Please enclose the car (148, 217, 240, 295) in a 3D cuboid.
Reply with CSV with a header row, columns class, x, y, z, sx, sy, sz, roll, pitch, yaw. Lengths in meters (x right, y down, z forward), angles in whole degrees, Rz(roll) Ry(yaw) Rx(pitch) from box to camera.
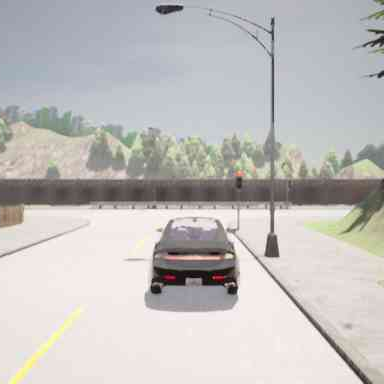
class,x,y,z,sx,sy,sz,roll,pitch,yaw
car,0.067,1.375,8.421,2.128,1.511,4.902,0,1,1
